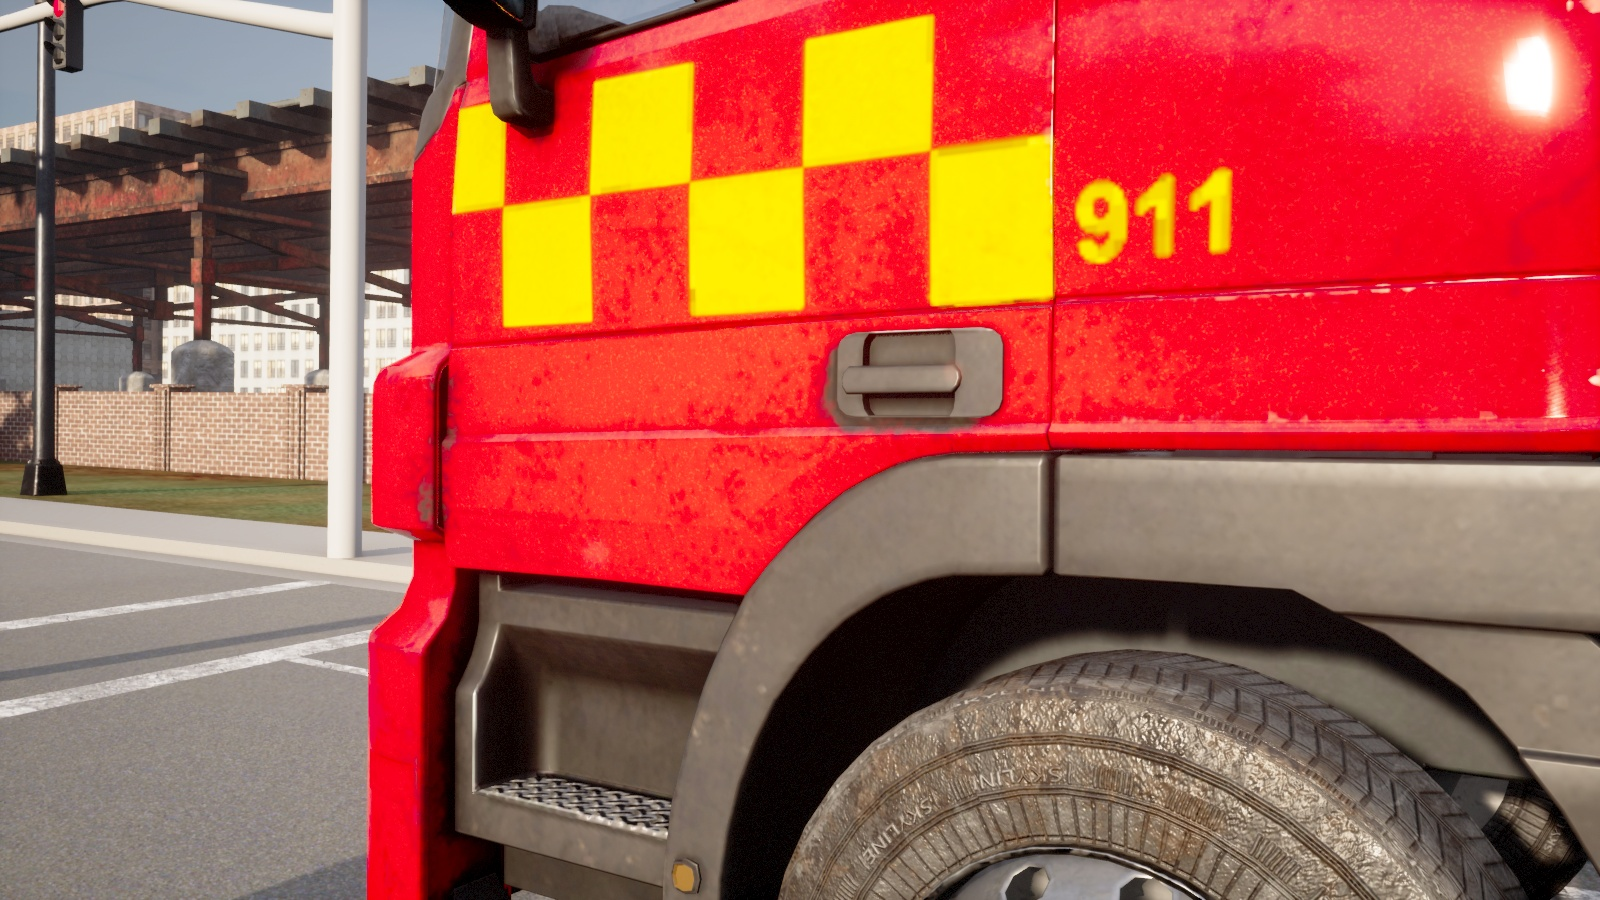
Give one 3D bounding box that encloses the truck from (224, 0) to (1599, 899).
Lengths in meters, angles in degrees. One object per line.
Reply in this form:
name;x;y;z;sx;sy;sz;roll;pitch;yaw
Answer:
truck;3.107;-0.482;1.535;8.468;3.827;2.891;0;1;34
